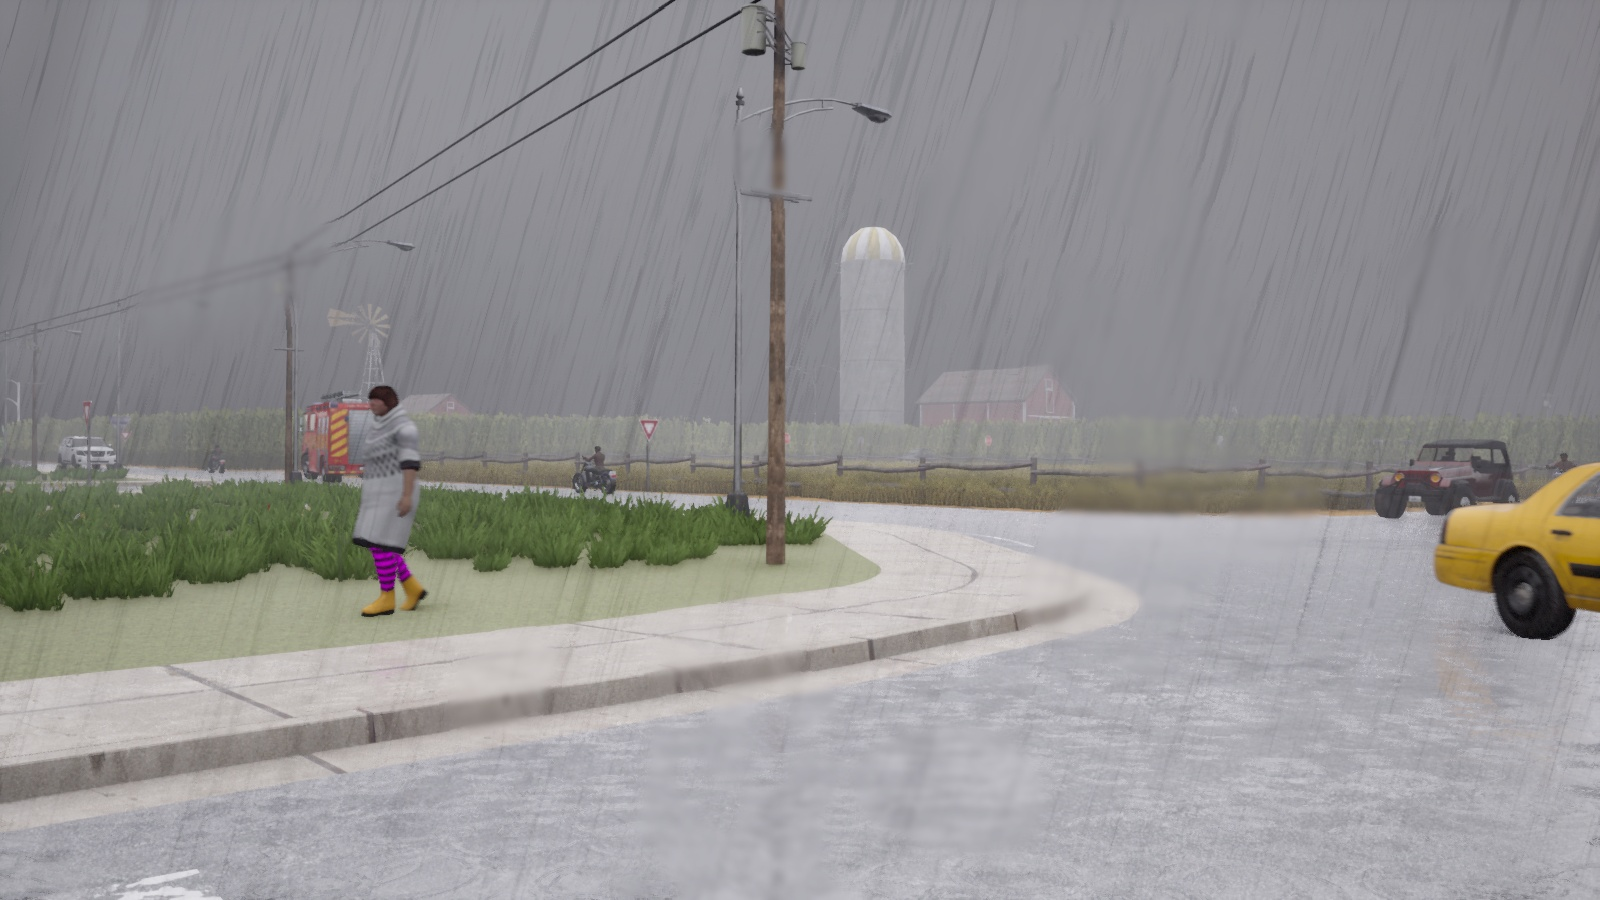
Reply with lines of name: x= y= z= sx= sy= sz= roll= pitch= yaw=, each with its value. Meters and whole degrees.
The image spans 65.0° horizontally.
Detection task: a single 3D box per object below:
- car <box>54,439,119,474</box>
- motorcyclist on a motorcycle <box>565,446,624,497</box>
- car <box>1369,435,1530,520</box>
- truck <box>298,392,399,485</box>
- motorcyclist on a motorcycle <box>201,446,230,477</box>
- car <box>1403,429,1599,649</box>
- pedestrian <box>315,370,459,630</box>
car: x=-42.894 y=0.363 z=75.433 sx=2.150 sy=2.045 sz=5.566 roll=0 pitch=0 yaw=-43
motorcyclist on a motorcycle: x=-6.860 y=0.695 z=41.797 sx=0.766 sy=1.649 sz=2.350 roll=0 pitch=0 yaw=-43
car: x=15.321 y=0.608 z=29.583 sx=3.866 sy=1.878 sz=1.905 roll=0 pitch=0 yaw=-38
truck: x=-20.225 y=-0.457 z=55.932 sx=2.891 sy=3.827 sz=8.468 roll=0 pitch=0 yaw=-29
motorcyclist on a motorcycle: x=-32.119 y=0.626 z=68.977 sx=0.766 sy=1.649 sz=2.350 roll=0 pitch=0 yaw=-43
car: x=6.698 y=0.641 z=8.705 sx=1.801 sy=1.575 sz=5.366 roll=0 pitch=0 yaw=-9
pedestrian: x=-3.273 y=0.376 z=9.970 sx=0.873 sy=1.952 sz=0.659 roll=0 pitch=0 yaw=-45
